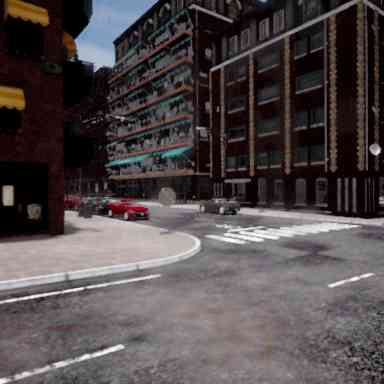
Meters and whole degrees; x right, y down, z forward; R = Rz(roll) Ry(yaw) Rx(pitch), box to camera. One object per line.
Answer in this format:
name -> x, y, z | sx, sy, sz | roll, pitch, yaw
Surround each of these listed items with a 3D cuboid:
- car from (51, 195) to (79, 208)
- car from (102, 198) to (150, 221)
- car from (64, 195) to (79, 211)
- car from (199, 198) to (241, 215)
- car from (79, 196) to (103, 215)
car -> -14.805, 1.040, 38.517 | 1.887, 1.381, 4.507 | 0, 1, -36
car -> -4.757, 1.276, 24.798 | 1.887, 1.381, 4.507 | 0, 1, -36
car -> -11.451, 1.119, 33.945 | 1.887, 1.381, 4.507 | 0, 1, -36
car -> 2.398, 1.204, 29.284 | 2.008, 1.369, 4.403 | 0, 1, -36
car -> -8.097, 1.219, 29.373 | 1.947, 1.339, 4.313 | 0, 1, -36
